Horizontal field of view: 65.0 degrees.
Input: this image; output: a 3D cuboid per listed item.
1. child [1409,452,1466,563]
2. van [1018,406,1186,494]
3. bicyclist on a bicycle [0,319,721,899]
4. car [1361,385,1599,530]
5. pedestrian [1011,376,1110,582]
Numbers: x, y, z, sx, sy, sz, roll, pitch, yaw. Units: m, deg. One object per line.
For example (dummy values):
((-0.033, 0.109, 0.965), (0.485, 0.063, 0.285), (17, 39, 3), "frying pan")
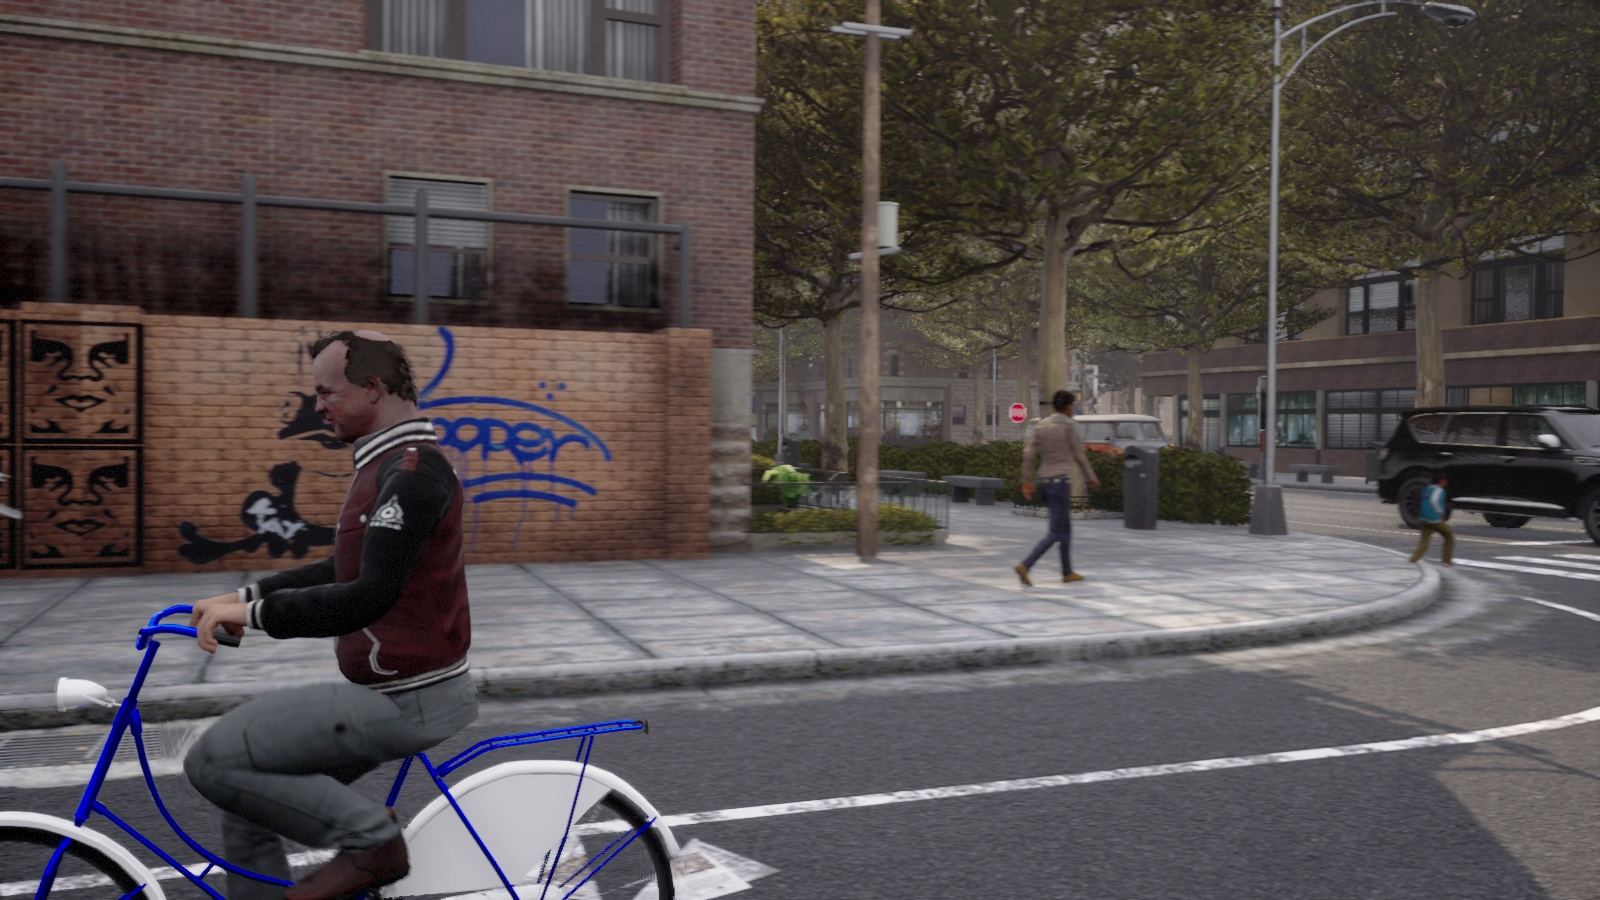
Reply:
((7.046, 0.629, 13.887), (0.448, 1.192, 0.343), (-1, 1, -15), "child")
((7.304, -0.033, 30.850), (1.775, 1.987, 4.442), (-1, 1, -21), "van")
((-1.161, 0.636, 2.797), (1.843, 1.776, 0.659), (-1, 1, -21), "bicyclist on a bicycle")
((11.690, 0.071, 19.469), (2.150, 2.045, 5.566), (-1, 1, -21), "car")
((2.363, 0.243, 11.370), (0.869, 1.805, 0.328), (-1, 1, -31), "pedestrian")
